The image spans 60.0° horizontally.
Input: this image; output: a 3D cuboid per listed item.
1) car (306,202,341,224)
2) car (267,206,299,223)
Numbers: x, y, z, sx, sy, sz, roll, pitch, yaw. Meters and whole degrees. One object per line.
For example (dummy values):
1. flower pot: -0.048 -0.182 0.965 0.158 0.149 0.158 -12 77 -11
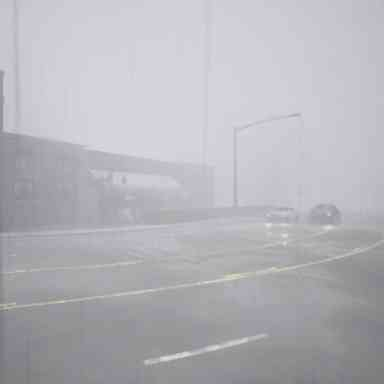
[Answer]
1. car: 11.670 1.817 29.380 2.097 1.767 4.553 -1 -1 34
2. car: 8.585 2.042 31.061 1.812 1.442 4.674 -1 -1 34
